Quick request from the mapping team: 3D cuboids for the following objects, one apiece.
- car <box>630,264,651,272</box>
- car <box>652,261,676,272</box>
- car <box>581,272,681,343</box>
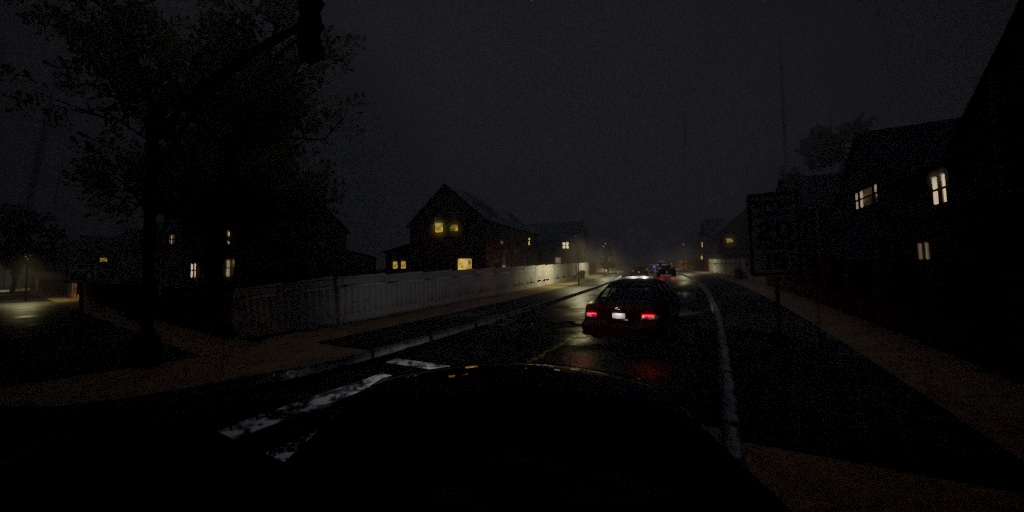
[{"bbox_3d":[15.259,1.668,43.104,1.994,1.385,4.181,-2,-1,20],"label":"car"},{"bbox_3d":[16.838,1.472,39.368,2.128,1.511,4.902,-2,-1,20],"label":"car"},{"bbox_3d":[3.471,1.327,9.844,2.033,1.411,5.357,-3,-1,28],"label":"car"}]
